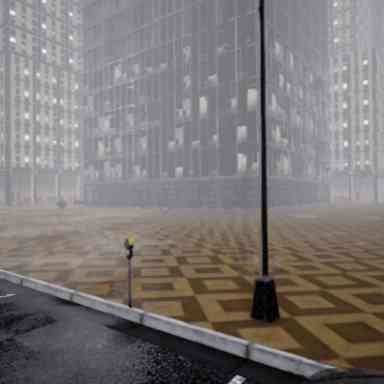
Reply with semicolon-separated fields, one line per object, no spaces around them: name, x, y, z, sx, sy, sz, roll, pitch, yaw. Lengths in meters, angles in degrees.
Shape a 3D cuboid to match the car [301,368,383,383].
car;2.274;1.577;1.238;4.313;1.339;1.947;0;-1;36
